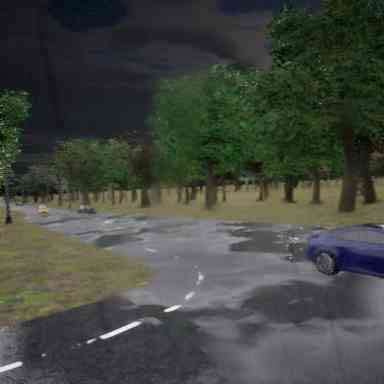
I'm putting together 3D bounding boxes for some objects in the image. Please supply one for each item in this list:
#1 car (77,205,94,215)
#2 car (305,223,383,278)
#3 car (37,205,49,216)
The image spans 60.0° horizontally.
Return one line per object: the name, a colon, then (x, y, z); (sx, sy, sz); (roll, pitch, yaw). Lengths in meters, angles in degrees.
car: (-19.261, 3.114, 60.136); (2.097, 1.767, 4.553); (-3, 0, -32)
car: (5.166, 1.574, 8.692); (1.812, 1.442, 4.674); (-1, -1, -33)
car: (-29.764, 3.829, 66.775); (1.882, 1.535, 5.008); (-3, 0, -25)
